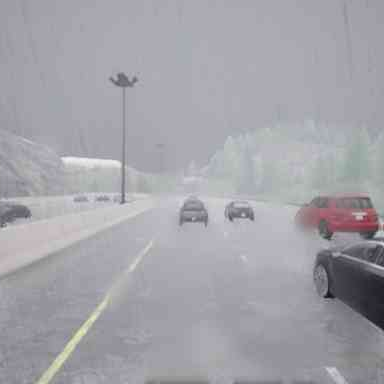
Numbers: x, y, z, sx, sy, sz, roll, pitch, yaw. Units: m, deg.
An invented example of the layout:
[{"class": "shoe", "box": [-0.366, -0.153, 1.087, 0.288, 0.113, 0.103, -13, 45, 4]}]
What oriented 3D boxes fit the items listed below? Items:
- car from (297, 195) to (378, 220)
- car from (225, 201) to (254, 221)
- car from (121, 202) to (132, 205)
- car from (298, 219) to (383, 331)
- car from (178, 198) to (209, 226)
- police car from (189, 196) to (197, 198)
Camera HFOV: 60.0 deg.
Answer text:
[{"class": "car", "box": [7.116, 1.159, 16.799, 2.150, 2.045, 5.566, 0, 0, 0]}, {"class": "car", "box": [3.605, 1.430, 25.617, 1.812, 1.442, 4.674, 0, 0, 0]}, {"class": "car", "box": [-10.615, 1.321, 54.767, 1.812, 1.442, 4.674, 0, 0, 0]}, {"class": "car", "box": [3.602, 1.471, 5.462, 2.128, 1.511, 4.902, 0, 0, 0]}, {"class": "car", "box": [0.104, 1.408, 22.408, 2.128, 1.511, 4.902, 0, 0, 0]}, {"class": "police car", "box": [0.108, 1.350, 41.431, 2.038, 1.542, 4.974, 0, 0, 0]}]
